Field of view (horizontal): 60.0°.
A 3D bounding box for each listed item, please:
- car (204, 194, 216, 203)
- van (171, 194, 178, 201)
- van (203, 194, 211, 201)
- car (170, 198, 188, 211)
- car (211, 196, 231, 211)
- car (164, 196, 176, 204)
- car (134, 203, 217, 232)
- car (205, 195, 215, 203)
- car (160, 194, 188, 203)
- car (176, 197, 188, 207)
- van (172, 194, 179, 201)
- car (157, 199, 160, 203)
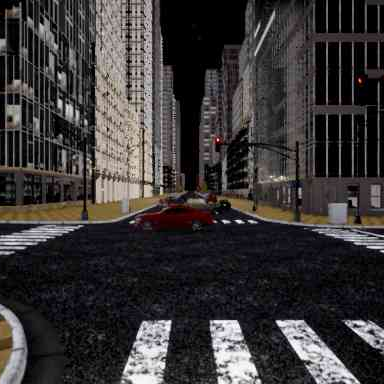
[{"bbox_3d":[3.728,1.312,63.924,2.192,1.841,5.009,0,0,0],"label":"car"},{"bbox_3d":[-4.237,1.320,80.467,1.690,1.788,3.998,0,0,0],"label":"van"},{"bbox_3d":[3.643,1.320,80.507,1.690,1.788,3.998,0,0,0],"label":"van"},{"bbox_3d":[-1.569,1.560,42.174,2.033,1.411,5.357,0,0,0],"label":"car"},{"bbox_3d":[3.890,1.579,41.815,1.947,1.339,4.313,0,0,0],"label":"car"},{"bbox_3d":[-4.152,1.563,63.884,1.947,1.339,4.313,0,0,0],"label":"car"},{"bbox_3d":[-1.071,1.547,19.871,4.674,1.442,1.812,0,0,-3],"label":"car"},{"bbox_3d":[3.700,1.431,69.452,1.967,1.590,4.097,0,0,0],"label":"car"},{"bbox_3d":[-1.549,1.369,31.811,2.097,1.767,4.553,0,0,1],"label":"car"},{"bbox_3d":[-1.626,1.532,53.797,1.812,1.442,4.674,0,0,0],"label":"car"},{"bbox_3d":[-4.265,1.314,85.994,1.690,1.788,3.998,0,0,0],"label":"van"},{"bbox_3d":[-4.068,1.592,47.301,1.802,1.307,4.206,0,0,0],"label":"car"}]
